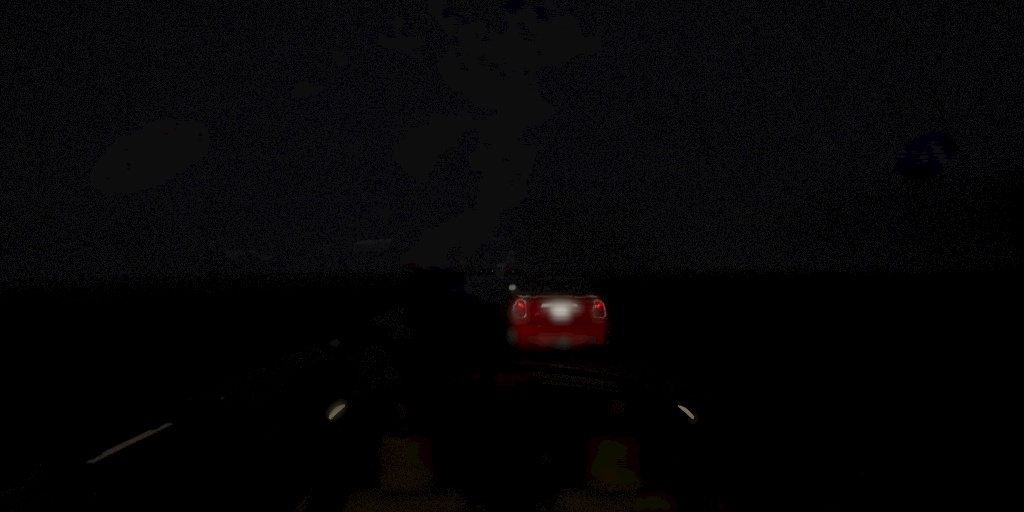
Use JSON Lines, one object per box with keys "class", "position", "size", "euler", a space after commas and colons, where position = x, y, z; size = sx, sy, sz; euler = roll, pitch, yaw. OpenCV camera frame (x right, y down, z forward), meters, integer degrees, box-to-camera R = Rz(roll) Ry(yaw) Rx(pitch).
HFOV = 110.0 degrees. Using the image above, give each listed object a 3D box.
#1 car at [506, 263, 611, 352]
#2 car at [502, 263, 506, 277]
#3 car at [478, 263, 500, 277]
{"class": "car", "position": [0.976, 1.147, 9.216], "size": [2.097, 1.767, 4.553], "euler": [0, 0, 0]}
{"class": "car", "position": [0.154, 1.580, 40.787], "size": [1.882, 1.535, 5.008], "euler": [0, -1, 0]}
{"class": "car", "position": [-2.781, 1.592, 41.601], "size": [1.882, 1.535, 5.008], "euler": [0, -1, 0]}
